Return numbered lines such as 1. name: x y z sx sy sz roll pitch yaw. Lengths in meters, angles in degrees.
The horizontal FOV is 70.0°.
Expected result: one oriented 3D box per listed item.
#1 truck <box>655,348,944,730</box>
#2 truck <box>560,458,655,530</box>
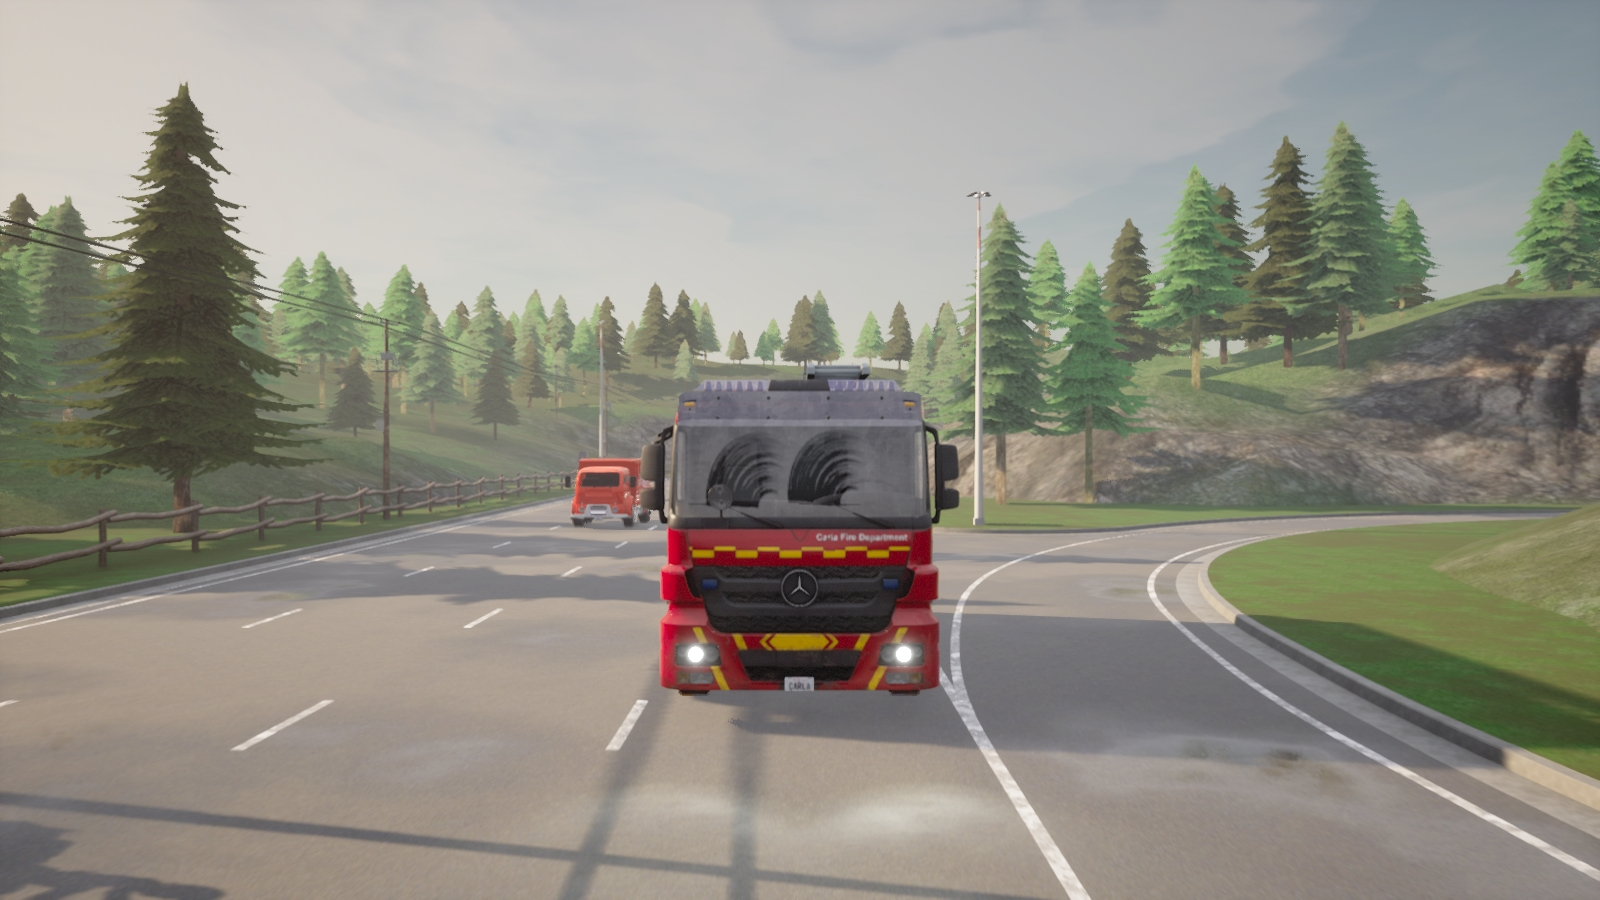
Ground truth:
1. truck: -0.005 0.882 15.659 2.891 3.827 8.468 0 0 0
2. truck: -7.003 1.549 42.261 2.627 2.467 5.204 0 0 0
